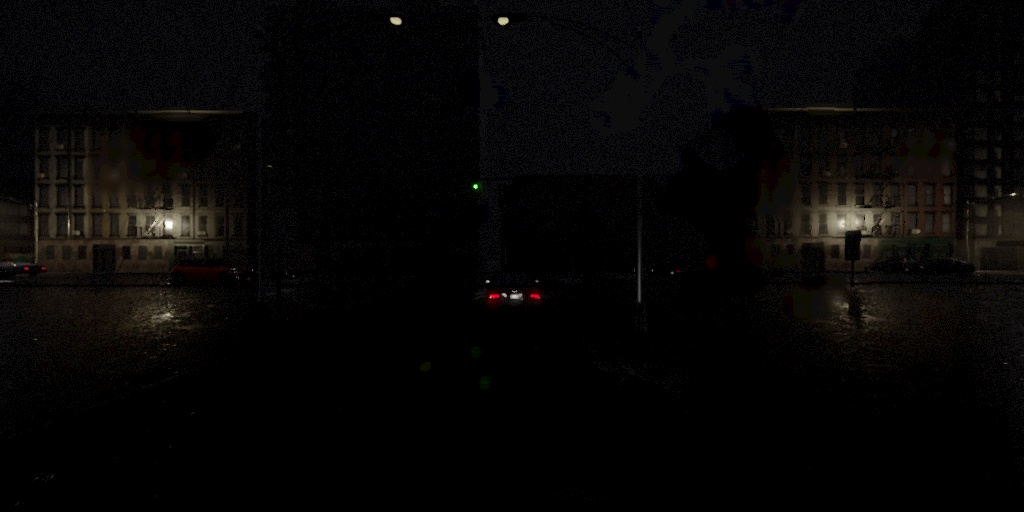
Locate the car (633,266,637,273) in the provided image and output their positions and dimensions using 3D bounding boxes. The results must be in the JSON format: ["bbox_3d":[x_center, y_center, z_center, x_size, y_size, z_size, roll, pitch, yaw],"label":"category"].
[{"bbox_3d":[13.988,1.047,33.808,4.892,1.490,1.837,0,0,0],"label":"car"}]

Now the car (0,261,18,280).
[{"bbox_3d":[-40.660,1.197,26.865,4.181,1.385,1.994,0,0,0],"label":"car"}]

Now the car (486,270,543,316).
[{"bbox_3d":[0.019,1.222,13.004,2.033,1.411,5.357,0,0,-1],"label":"car"}]

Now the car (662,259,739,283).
[{"bbox_3d":[12.674,1.096,23.884,4.181,1.385,1.994,0,0,0],"label":"car"}]

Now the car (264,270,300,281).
[{"bbox_3d":[-19.080,1.144,26.948,5.357,1.411,2.033,0,0,0],"label":"car"}]

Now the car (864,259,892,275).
[{"bbox_3d":[36.267,0.990,33.899,4.902,1.511,2.128,0,0,0],"label":"car"}]

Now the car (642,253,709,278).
[{"bbox_3d":[14.079,0.759,30.565,5.566,2.045,2.150,0,0,-1],"label":"car"}]

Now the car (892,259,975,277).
[{"bbox_3d":[36.317,0.986,30.649,4.902,1.511,2.128,0,0,0],"label":"car"}]

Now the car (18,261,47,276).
[{"bbox_3d":[-46.960,1.199,33.430,5.357,1.411,2.033,0,0,0],"label":"car"}]

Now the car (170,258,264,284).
[{"bbox_3d":[-19.574,0.945,23.698,4.553,1.767,2.097,0,0,0],"label":"car"}]
